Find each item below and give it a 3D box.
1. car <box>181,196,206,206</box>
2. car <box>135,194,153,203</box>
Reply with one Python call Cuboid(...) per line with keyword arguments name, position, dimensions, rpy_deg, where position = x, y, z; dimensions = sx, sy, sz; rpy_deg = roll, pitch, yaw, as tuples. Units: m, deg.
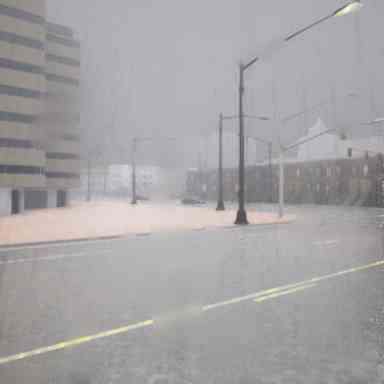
Cuboid(name="car", position=(0.173, 1.340, 52.648), dimensions=(2.128, 1.511, 4.902), rpy_deg=(0, 0, -36))
Cuboid(name="car", position=(-9.666, 1.200, 66.434), dimensions=(1.882, 1.535, 5.008), rpy_deg=(0, 0, -36))
